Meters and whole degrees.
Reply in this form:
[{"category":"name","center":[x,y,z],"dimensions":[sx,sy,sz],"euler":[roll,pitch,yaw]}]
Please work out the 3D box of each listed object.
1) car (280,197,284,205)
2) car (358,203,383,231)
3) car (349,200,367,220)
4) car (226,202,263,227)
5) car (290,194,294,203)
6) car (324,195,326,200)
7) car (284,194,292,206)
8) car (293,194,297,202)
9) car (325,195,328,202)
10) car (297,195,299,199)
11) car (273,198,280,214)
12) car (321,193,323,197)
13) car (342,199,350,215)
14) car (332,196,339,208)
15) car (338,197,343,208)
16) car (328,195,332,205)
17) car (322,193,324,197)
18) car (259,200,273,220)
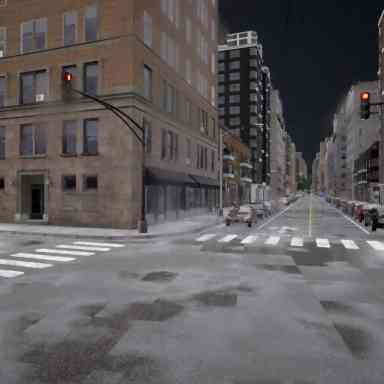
[{"category":"car","center":[9.125,1.546,38.470],"dimensions":[1.887,1.381,4.507],"euler":[1,0,20]},{"category":"car","center":[11.537,1.568,19.980],"dimensions":[1.947,1.339,4.313],"euler":[1,0,20]},{"category":"car","center":[13.408,1.546,25.184],"dimensions":[1.887,1.381,4.507],"euler":[1,0,20]},{"category":"car","center":[3.513,1.584,22.861],"dimensions":[1.802,1.307,4.206],"euler":[1,0,20]},{"category":"car","center":[16.608,1.564,59.283],"dimensions":[1.947,1.339,4.313],"euler":[1,0,20]},{"category":"car","center":[30.248,1.575,72.026],"dimensions":[1.802,1.307,4.206],"euler":[1,0,20]},{"category":"car","center":[14.680,1.524,53.920],"dimensions":[1.752,1.417,4.829],"euler":[1,0,20]},{"category":"car","center":[20.349,1.561,69.690],"dimensions":[1.947,1.339,4.313],"euler":[1,0,20]},{"category":"car","center":[28.377,1.561,66.821],"dimensions":[1.947,1.339,4.313],"euler":[1,0,20]},{"category":"car","center":[22.222,1.308,74.892],"dimensions":[2.192,1.841,5.009],"euler":[1,0,20]},{"category":"car","center":[7.254,1.552,33.267],"dimensions":[2.008,1.369,4.403],"euler":[1,0,20]},{"category":"car","center":[35.863,1.430,87.639],"dimensions":[1.967,1.590,4.097],"euler":[1,0,20]},{"category":"car","center":[15.279,1.552,30.389],"dimensions":[2.008,1.369,4.403],"euler":[1,0,20]},{"category":"car","center":[20.893,1.566,46.003],"dimensions":[1.947,1.339,4.313],"euler":[1,0,20]},{"category":"car","center":[17.151,1.546,35.594],"dimensions":[1.887,1.381,4.507],"euler":[1,0,20]},{"category":"car","center":[24.635,1.549,56.412],"dimensions":[2.008,1.369,4.403],"euler":[1,0,20]},{"category":"car","center":[33.992,1.431,82.434],"dimensions":[1.967,1.590,4.097],"euler":[1,0,20]},{"category":"car","center":[5.383,1.568,28.064],"dimensions":[1.947,1.339,4.313],"euler":[1,0,20]}]
